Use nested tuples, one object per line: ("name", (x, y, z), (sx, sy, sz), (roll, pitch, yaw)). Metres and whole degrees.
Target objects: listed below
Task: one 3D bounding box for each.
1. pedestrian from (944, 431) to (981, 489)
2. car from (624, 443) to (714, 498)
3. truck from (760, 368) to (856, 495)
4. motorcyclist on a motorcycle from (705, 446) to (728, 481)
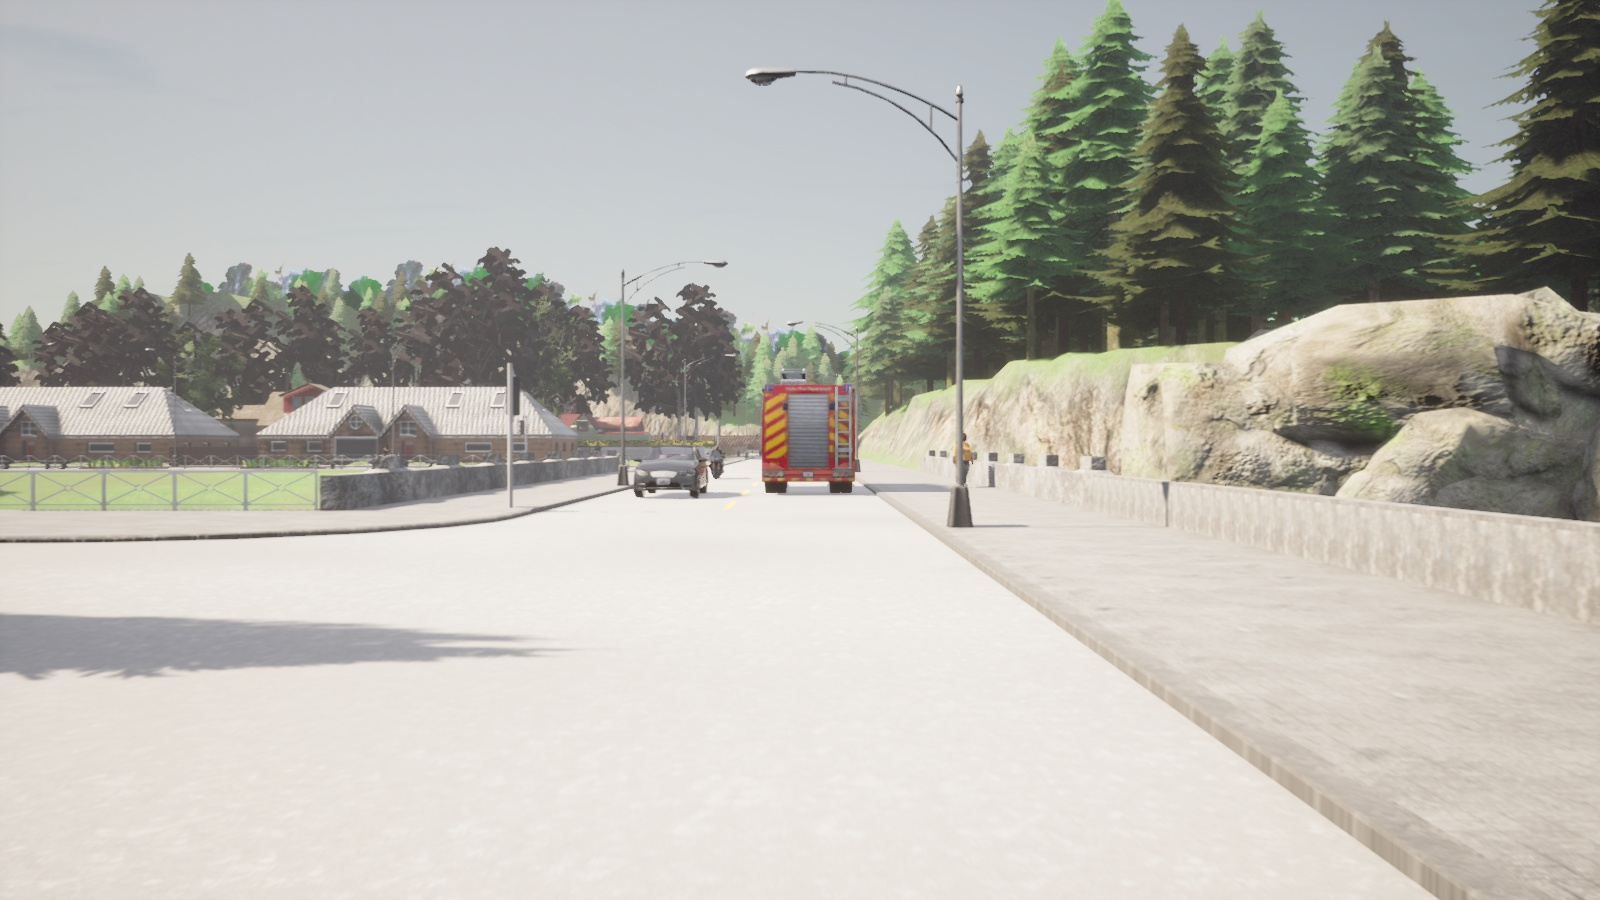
("pedestrian", (5.278, 0.305, 40.814), (0.874, 1.855, 0.900), (0, 0, -24))
("car", (-3.773, 0.557, 37.097), (2.128, 1.511, 4.902), (0, 0, 0))
("truck", (0.267, -0.578, 42.135), (2.891, 3.827, 8.468), (0, 0, 0))
("motorcyclist on a motorcycle", (-3.670, 0.568, 55.216), (0.866, 1.530, 2.191), (0, 0, 0))
